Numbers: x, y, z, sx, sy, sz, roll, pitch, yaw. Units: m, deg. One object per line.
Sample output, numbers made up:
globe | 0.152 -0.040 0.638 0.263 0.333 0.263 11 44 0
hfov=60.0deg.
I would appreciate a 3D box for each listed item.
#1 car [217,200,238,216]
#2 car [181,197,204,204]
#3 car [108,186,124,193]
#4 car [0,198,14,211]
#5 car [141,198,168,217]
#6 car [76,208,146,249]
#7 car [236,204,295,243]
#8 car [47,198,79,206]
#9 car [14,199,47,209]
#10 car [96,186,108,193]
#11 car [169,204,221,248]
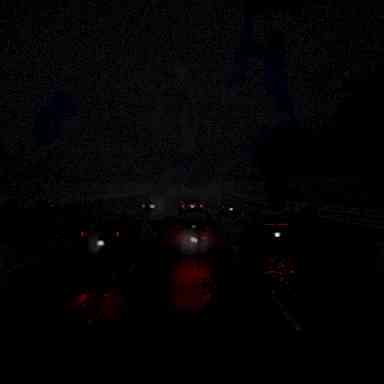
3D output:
car | 3.540 1.502 32.117 1.994 1.385 4.181 0 1 0
car | 0.039 1.298 31.296 2.097 1.767 4.553 0 1 0
car | -17.637 -0.342 79.142 2.150 2.045 5.566 0 2 0
car | -21.158 1.398 37.444 1.812 1.442 4.674 0 1 0
car | -3.461 1.299 31.248 2.097 1.767 4.553 0 1 0
car | -3.433 1.615 14.699 1.895 1.301 4.718 0 0 0
car | 3.566 1.519 16.321 1.837 1.490 4.892 0 0 0
car | -14.159 1.397 37.462 1.812 1.442 4.674 0 1 0
car | -17.658 1.435 37.452 1.994 1.385 4.181 0 1 0
car | -21.137 -0.342 79.136 2.150 2.045 5.566 0 2 0
car | 0.066 1.520 14.746 1.837 1.490 4.892 0 1 0
